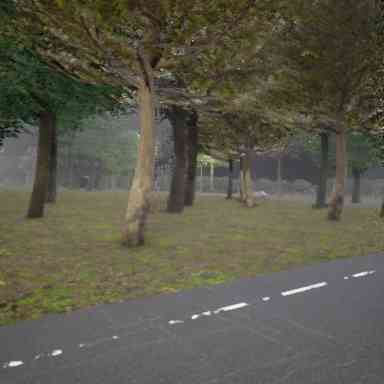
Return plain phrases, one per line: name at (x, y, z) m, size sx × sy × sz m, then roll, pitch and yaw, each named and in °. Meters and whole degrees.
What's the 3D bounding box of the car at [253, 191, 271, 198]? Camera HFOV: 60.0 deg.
car at (14.580, 0.519, 70.241) m, size 1.812 × 1.442 × 4.674 m, roll 2°, pitch 1°, yaw -32°
